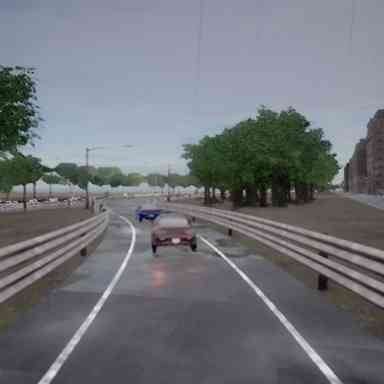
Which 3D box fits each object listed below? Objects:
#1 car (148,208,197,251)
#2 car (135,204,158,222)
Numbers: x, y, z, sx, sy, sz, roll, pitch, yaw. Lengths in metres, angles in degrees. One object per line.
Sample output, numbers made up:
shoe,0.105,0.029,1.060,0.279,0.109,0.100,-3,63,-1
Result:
car,-0.907,1.686,14.845,1.812,1.442,4.674,0,-1,-8
car,-4.038,1.822,30.100,1.882,1.535,5.008,0,0,-16
